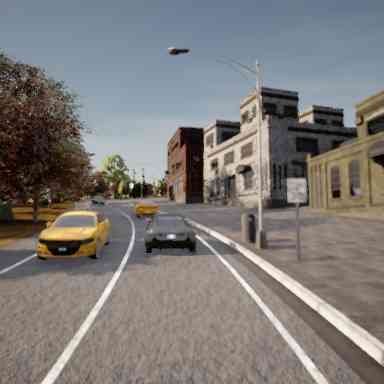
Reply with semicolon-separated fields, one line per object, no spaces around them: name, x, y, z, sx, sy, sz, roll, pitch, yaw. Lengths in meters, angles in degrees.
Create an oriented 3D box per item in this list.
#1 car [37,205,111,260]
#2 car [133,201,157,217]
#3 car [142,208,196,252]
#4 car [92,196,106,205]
car;-4.256;1.484;12.663;1.882;1.535;5.008;1;0;-7
car;-4.490;1.548;31.654;1.882;1.535;5.008;1;0;-15
car;-0.995;1.597;14.132;1.994;1.385;4.181;0;0;-7
car;-14.642;1.386;51.963;1.837;1.490;4.892;1;0;-18
